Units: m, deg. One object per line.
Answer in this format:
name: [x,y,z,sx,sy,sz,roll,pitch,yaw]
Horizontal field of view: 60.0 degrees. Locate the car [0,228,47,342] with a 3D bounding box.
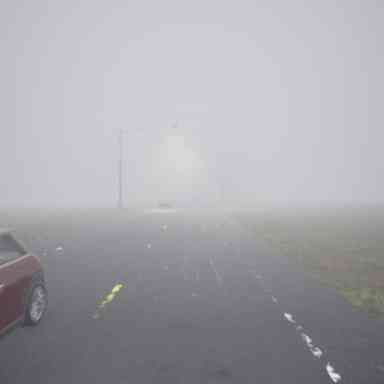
car: [-3.599,1.350,3.952,2.097,1.767,4.553,0,0,0]

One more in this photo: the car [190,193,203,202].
car: [1.227,1.228,74.470,2.150,2.045,5.566,0,0,0]

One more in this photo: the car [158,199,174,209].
car: [-3.579,1.597,45.497,1.895,1.301,4.718,0,0,0]
